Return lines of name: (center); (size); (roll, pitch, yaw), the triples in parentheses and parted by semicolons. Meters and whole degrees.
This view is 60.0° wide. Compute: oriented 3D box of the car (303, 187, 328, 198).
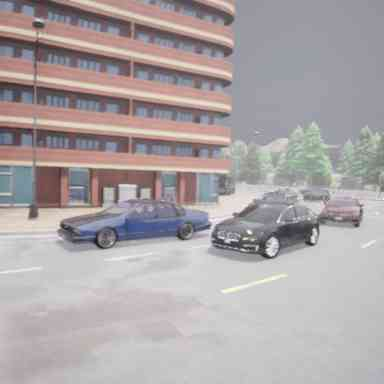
car: (14.184, 0.372, 37.638); (1.994, 1.385, 4.181); (2, 2, 2)

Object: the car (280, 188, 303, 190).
car: (10.739, 0.247, 38.173); (1.994, 1.385, 4.181); (2, 2, 1)

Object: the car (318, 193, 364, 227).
car: (8.411, 0.980, 18.388); (1.812, 1.442, 4.674); (3, 3, 30)

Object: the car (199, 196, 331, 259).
car: (2.646, 1.099, 11.062); (1.837, 1.490, 4.892); (4, 3, 43)

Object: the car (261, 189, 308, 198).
car: (4.795, 0.804, 19.173); (2.128, 1.511, 4.902); (3, 3, 32)

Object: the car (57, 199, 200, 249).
car: (-1.759, 0.984, 11.686); (5.357, 1.411, 2.033); (0, 3, -37)

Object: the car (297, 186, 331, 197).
car: (19.234, -0.136, 52.726); (2.033, 1.411, 5.357); (1, 3, -20)
